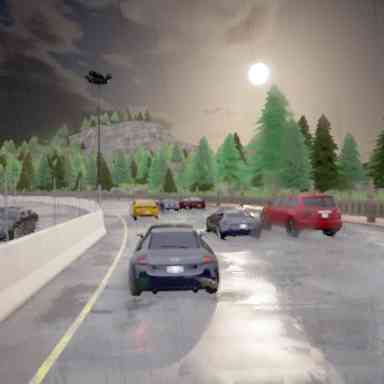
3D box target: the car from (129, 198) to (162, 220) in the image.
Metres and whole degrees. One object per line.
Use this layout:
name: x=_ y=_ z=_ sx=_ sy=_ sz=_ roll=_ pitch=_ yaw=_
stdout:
car: x=-4.008 y=1.346 z=27.196 sx=1.882 sy=1.535 sz=5.008 roll=0 pitch=0 yaw=-15

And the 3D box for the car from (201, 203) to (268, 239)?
car: x=1.948 y=1.468 z=16.655 sx=1.994 sy=1.385 sz=4.181 roll=0 pitch=0 yaw=-9

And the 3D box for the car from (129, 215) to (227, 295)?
car: x=-0.526 y=1.519 z=8.698 sx=1.994 sy=1.385 sz=4.181 roll=0 pitch=0 yaw=-5

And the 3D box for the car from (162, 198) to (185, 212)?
car: x=-2.826 y=1.370 z=35.069 sx=2.033 sy=1.411 sz=5.357 roll=0 pitch=0 yaw=-20

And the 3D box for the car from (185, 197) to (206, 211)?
car: x=-0.080 y=1.278 z=37.513 sx=1.882 sy=1.535 sz=5.008 roll=0 pitch=0 yaw=-20

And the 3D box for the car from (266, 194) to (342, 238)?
car: x=5.424 y=1.110 z=17.280 sx=2.150 sy=2.045 sz=5.566 roll=0 pitch=0 yaw=-9
